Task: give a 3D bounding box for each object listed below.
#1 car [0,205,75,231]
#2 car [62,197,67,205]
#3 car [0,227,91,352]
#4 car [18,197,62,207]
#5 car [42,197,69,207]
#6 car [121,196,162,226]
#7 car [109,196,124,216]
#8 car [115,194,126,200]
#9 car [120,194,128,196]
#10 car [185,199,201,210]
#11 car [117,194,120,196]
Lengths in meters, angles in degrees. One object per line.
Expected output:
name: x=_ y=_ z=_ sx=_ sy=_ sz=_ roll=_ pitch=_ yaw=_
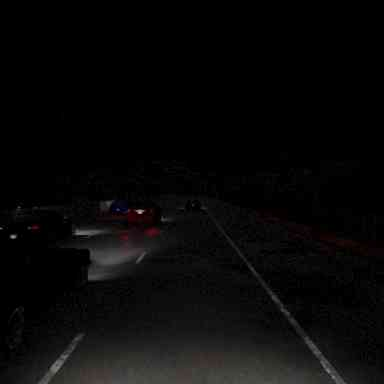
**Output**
car: x=-6.895 y=1.533 z=15.190 sx=1.812 sy=1.442 sz=4.674 roll=0 pitch=0 yaw=0
car: x=-17.565 y=1.512 z=42.387 sx=2.128 sy=1.511 sz=4.902 roll=0 pitch=0 yaw=0
car: x=-3.398 y=1.604 z=6.097 sx=1.895 sy=1.301 sz=4.718 roll=0 pitch=0 yaw=0
car: x=-14.087 y=1.367 z=30.335 sx=2.097 sy=1.767 sz=4.553 roll=0 pitch=0 yaw=0
car: x=-20.999 y=1.517 z=51.367 sx=2.128 sy=1.511 sz=4.902 roll=0 pitch=0 yaw=1
car: x=-3.393 y=1.364 z=23.885 sx=2.097 sy=1.767 sz=4.553 roll=0 pitch=0 yaw=0
car: x=-6.891 y=1.494 z=33.390 sx=1.882 sy=1.535 sz=5.008 roll=0 pitch=0 yaw=0
car: x=-19.866 y=1.361 z=92.190 sx=1.812 sy=1.442 sz=4.674 roll=0 pitch=0 yaw=2
car: x=-13.477 y=1.535 z=71.144 sx=1.837 sy=1.490 sz=4.892 roll=0 pitch=0 yaw=2
car: x=0.112 y=1.585 z=42.810 sx=1.994 sy=1.385 sz=4.181 roll=0 pitch=0 yaw=0
car: x=-16.648 y=1.539 z=82.491 sx=1.837 sy=1.490 sz=4.892 roll=0 pitch=0 yaw=2
